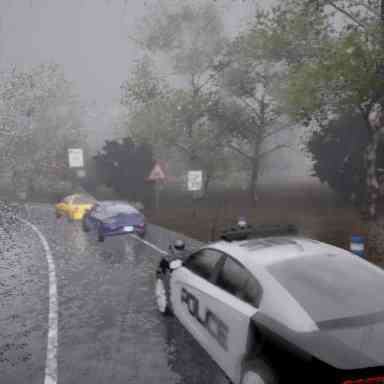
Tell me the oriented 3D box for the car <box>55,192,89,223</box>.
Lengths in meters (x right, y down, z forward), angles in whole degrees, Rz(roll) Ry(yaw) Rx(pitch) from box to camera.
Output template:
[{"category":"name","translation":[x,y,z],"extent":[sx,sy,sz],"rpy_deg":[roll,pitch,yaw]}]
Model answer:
[{"category":"car","translation":[-6.653,0.800,19.397],"extent":[1.801,1.575,5.366],"rpy_deg":[-4,4,-33]}]

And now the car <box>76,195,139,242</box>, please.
[{"category":"car","translation":[-3.343,1.064,13.856],"extent":[1.812,1.442,4.674],"rpy_deg":[-3,3,-28]}]

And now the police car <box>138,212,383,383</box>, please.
[{"category":"police car","translation":[0.851,1.269,4.549],"extent":[1.930,1.638,5.238],"rpy_deg":[-2,2,-21]}]
